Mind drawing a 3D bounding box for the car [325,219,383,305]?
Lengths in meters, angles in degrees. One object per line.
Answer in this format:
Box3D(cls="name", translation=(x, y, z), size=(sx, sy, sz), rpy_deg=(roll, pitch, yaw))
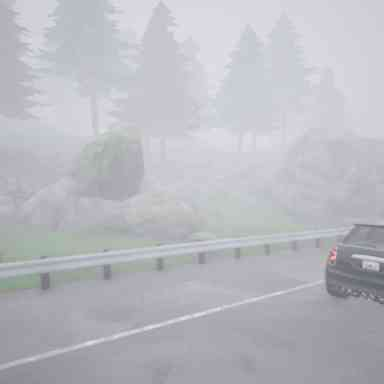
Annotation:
Box3D(cls="car", translation=(4.975, 1.350, 7.219), size=(4.553, 1.767, 2.097), rpy_deg=(0, 0, -35))
